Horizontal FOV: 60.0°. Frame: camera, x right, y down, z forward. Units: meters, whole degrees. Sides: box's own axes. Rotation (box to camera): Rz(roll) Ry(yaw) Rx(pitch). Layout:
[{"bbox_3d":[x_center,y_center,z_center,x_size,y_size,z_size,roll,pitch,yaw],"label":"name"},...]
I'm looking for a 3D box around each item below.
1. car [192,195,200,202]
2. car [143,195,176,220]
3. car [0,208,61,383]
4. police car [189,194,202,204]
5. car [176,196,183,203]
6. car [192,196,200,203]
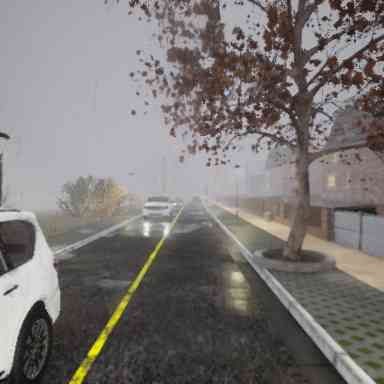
[{"bbox_3d":[0.837,1.536,79.343,1.801,1.575,5.366,0,0,0],"label":"car"},{"bbox_3d":[-2.843,1.238,28.635,2.150,2.045,5.566,0,0,0],"label":"car"},{"bbox_3d":[-2.827,1.220,2.303,2.150,2.045,5.566,0,0,-1],"label":"car"},{"bbox_3d":[0.835,1.479,63.263,1.930,1.638,5.238,0,0,0],"label":"police car"},{"bbox_3d":[-2.740,1.584,68.344,2.033,1.411,5.357,0,0,0],"label":"car"},{"bbox_3d":[0.836,1.596,73.153,1.812,1.442,4.674,0,0,0],"label":"car"}]
